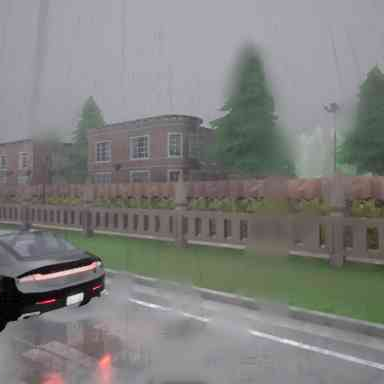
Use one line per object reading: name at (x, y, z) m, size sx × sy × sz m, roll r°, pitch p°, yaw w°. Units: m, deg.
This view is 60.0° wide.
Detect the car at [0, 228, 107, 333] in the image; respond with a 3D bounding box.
car at (-3.836, 1.491, 6.710) m, size 4.902 × 1.511 × 2.128 m, roll 0°, pitch 0°, yaw 35°
